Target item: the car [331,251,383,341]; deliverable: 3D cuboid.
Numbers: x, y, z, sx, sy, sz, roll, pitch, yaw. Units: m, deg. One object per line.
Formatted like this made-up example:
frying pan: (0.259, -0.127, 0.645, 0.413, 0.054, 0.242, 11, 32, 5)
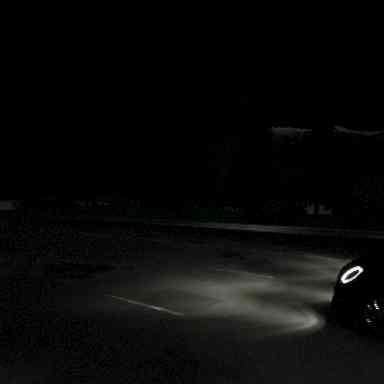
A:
car: (4.597, 1.346, 5.013, 4.553, 1.767, 2.097, -1, 0, 35)
